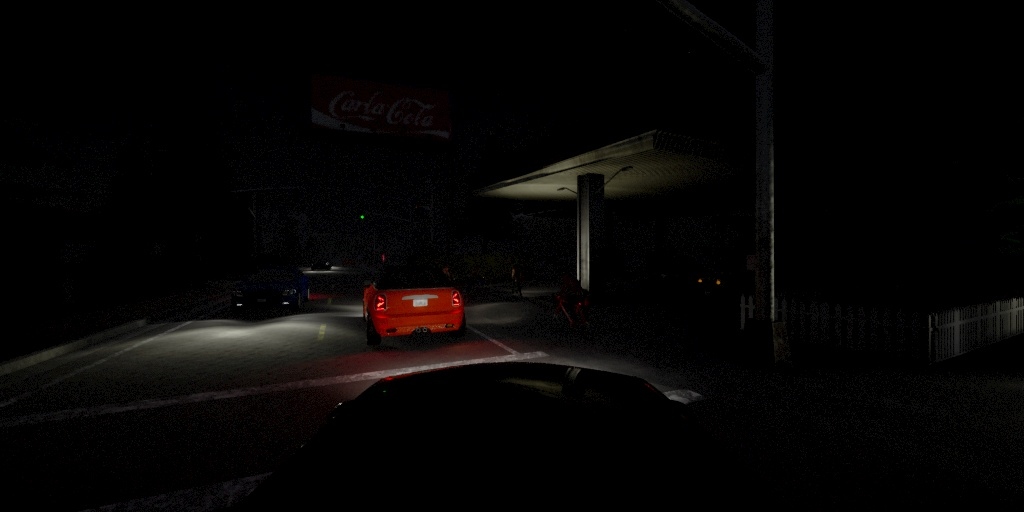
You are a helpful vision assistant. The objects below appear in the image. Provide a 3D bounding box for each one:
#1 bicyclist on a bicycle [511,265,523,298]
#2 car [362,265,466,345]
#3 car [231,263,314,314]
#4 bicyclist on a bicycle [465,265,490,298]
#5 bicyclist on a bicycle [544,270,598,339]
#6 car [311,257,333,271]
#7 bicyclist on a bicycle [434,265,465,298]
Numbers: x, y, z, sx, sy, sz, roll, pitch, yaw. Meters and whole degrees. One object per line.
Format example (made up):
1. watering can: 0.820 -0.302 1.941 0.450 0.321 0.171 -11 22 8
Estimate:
1. bicyclist on a bicycle: 0.252 1.270 18.092 0.582 1.620 1.656 0 0 14
2. car: -2.779 1.001 9.478 2.097 1.767 4.553 0 0 -24
3. car: -8.880 1.146 13.525 1.882 1.535 5.008 1 -1 -25
4. bicyclist on a bicycle: -1.853 1.265 17.912 1.656 1.620 0.582 1 0 -23
5. bicyclist on a bicycle: 1.450 1.180 8.915 0.582 1.620 1.656 3 -2 -44
6. car: -24.746 0.967 46.478 2.097 1.767 4.553 0 0 -25
7. bicyclist on a bicycle: -3.117 1.235 16.490 1.656 1.620 0.582 1 0 35
